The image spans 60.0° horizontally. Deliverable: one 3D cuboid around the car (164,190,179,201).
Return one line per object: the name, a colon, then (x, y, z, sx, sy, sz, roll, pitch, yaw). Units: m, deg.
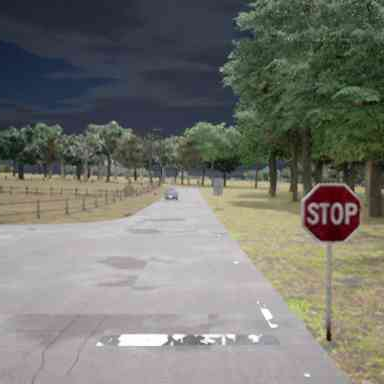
car: (-2.872, 0.445, 46.892, 2.128, 1.511, 4.902, 0, 2, 0)
